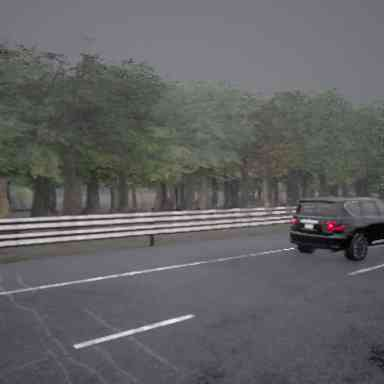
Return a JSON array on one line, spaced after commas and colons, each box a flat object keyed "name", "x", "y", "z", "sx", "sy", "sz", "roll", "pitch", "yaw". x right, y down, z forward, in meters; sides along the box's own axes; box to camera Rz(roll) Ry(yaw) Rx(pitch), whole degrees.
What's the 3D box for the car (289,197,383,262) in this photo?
[{"name": "car", "x": 5.987, "y": 1.200, "z": 12.280, "sx": 5.566, "sy": 2.045, "sz": 2.150, "roll": 0, "pitch": 0, "yaw": -35}]
